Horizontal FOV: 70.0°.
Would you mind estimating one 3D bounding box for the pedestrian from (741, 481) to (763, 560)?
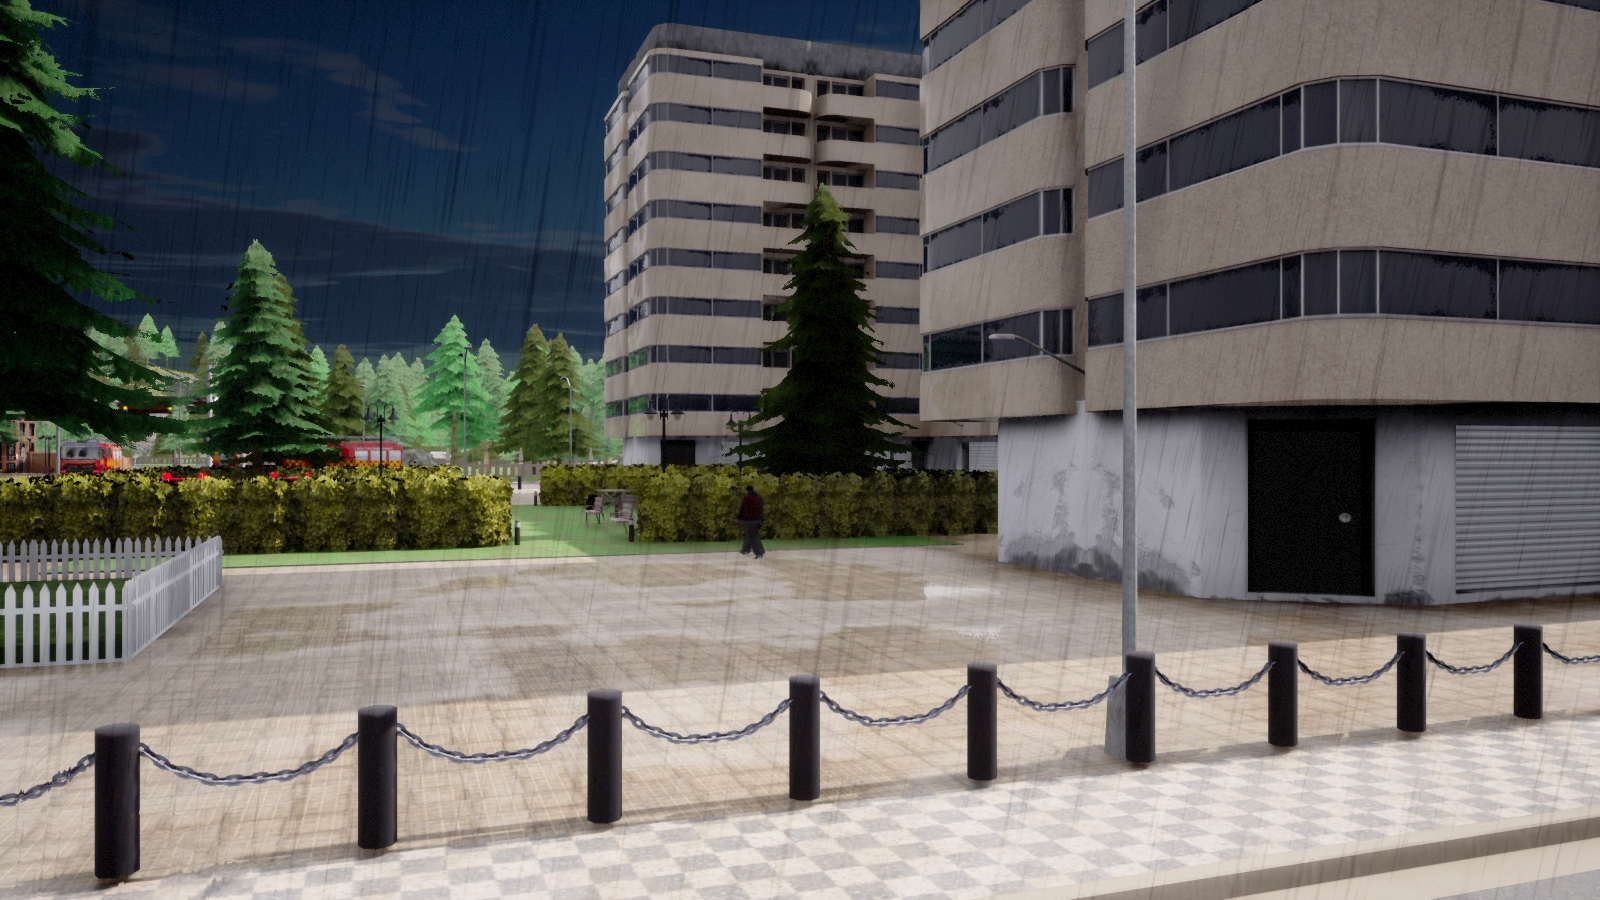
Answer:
[{"bbox_3d":[-1.138,1.677,27.266,0.375,1.860,0.375,0,0,-43],"label":"pedestrian"}]

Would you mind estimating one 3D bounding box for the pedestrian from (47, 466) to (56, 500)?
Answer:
[{"bbox_3d":[-42.062,1.848,64.202,0.375,1.860,0.375,0,0,-24],"label":"pedestrian"}]

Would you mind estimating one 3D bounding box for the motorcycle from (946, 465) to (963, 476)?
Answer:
[{"bbox_3d":[16.084,2.131,119.009,0.803,1.199,2.033,0,0,-20],"label":"motorcycle"}]
